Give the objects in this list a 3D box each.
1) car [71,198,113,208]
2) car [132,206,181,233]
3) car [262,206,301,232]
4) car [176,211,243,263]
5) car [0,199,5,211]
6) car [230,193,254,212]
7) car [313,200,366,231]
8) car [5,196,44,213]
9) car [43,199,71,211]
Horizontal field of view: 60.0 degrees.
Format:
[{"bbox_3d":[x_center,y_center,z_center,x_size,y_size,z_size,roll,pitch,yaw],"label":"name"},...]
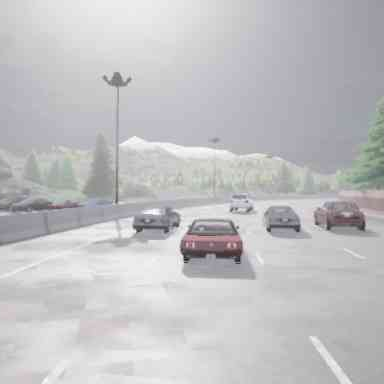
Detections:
[{"bbox_3d":[-9.897,1.380,34.100,1.882,1.535,5.008,0,0,14],"label":"car"},{"bbox_3d":[-1.892,1.504,19.316,2.033,1.411,5.357,0,0,8],"label":"car"},{"bbox_3d":[5.269,1.524,19.901,2.033,1.411,5.357,0,0,9],"label":"car"},{"bbox_3d":[0.762,1.580,11.880,1.895,1.301,4.718,0,0,5],"label":"car"},{"bbox_3d":[-19.935,1.218,37.150,2.097,1.767,4.553,0,0,14],"label":"car"},{"bbox_3d":[5.683,1.165,37.657,2.150,2.045,5.566,0,0,16],"label":"car"},{"bbox_3d":[8.994,1.339,20.662,2.097,1.767,4.553,0,0,9],"label":"car"},{"bbox_3d":[-16.814,1.357,35.238,1.882,1.535,5.008,0,0,14],"label":"car"},{"bbox_3d":[-13.199,1.491,35.421,1.895,1.301,4.718,0,0,14],"label":"car"}]
